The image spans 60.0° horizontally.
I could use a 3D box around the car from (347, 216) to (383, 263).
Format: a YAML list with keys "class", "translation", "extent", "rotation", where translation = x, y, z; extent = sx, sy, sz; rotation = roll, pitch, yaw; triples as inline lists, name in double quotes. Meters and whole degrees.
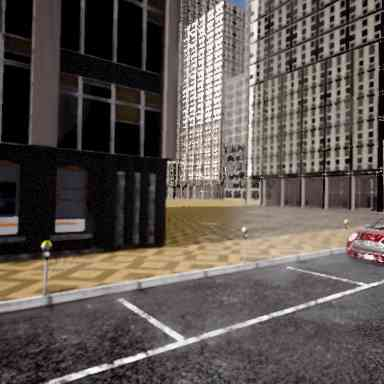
- class: "car"
  translation: [7.233, 1.555, 11.665]
  extent: [4.097, 1.590, 1.967]
  rotation: [1, 1, -35]
